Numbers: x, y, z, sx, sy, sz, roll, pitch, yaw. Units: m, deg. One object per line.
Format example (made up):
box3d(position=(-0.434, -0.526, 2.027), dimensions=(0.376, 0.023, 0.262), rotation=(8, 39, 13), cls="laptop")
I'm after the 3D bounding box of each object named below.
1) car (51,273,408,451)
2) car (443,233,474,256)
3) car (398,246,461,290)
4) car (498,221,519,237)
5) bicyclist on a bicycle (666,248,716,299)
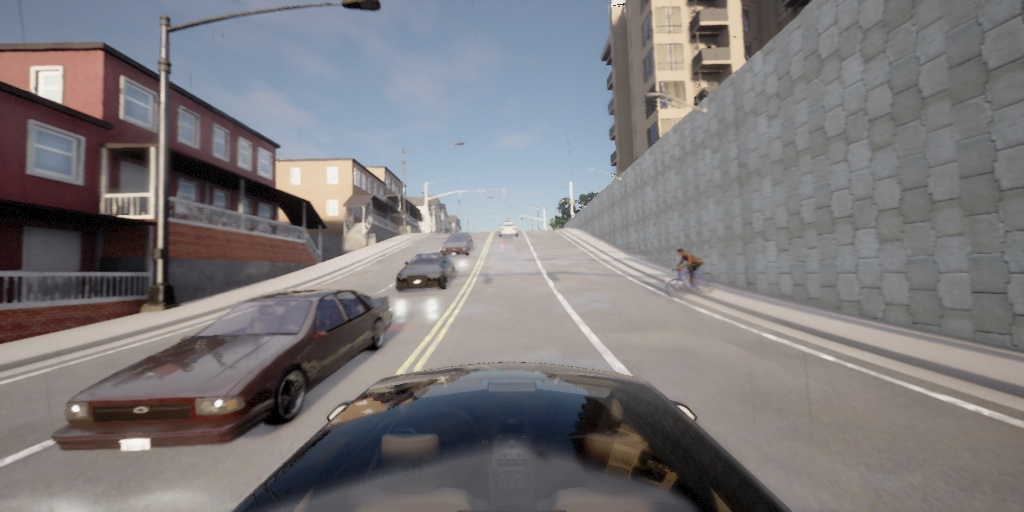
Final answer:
box3d(position=(-3.618, 1.315, 6.056), dimensions=(2.033, 1.411, 5.357), rotation=(-2, 2, 0), cls="car")
box3d(position=(-3.835, -0.948, 26.098), dimensions=(2.033, 1.411, 5.357), rotation=(-2, 9, 0), cls="car")
box3d(position=(-3.715, 0.582, 15.953), dimensions=(1.994, 1.385, 4.181), rotation=(-2, 7, 0), cls="car")
box3d(position=(-0.328, -2.762, 36.265), dimensions=(1.812, 1.442, 4.674), rotation=(-2, 9, 0), cls="car")
box3d(position=(5.643, 0.516, 11.439), dimensions=(1.656, 1.620, 0.582), rotation=(-11, 5, 0), cls="bicyclist on a bicycle")
